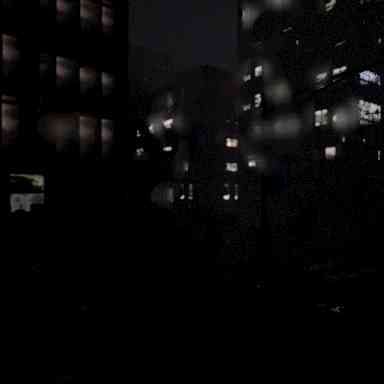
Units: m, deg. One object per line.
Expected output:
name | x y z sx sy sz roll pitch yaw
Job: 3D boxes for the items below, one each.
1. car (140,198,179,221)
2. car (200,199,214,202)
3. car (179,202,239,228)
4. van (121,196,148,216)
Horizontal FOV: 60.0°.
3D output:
car | -1.975 1.462 26.313 1.752 1.417 4.829 0 0 -35
car | 1.368 1.493 36.064 1.752 1.417 4.829 0 0 -35
car | 1.211 1.529 21.838 1.802 1.307 4.206 0 0 -35
van | -5.359 1.270 31.065 1.690 1.788 3.998 0 0 -35
